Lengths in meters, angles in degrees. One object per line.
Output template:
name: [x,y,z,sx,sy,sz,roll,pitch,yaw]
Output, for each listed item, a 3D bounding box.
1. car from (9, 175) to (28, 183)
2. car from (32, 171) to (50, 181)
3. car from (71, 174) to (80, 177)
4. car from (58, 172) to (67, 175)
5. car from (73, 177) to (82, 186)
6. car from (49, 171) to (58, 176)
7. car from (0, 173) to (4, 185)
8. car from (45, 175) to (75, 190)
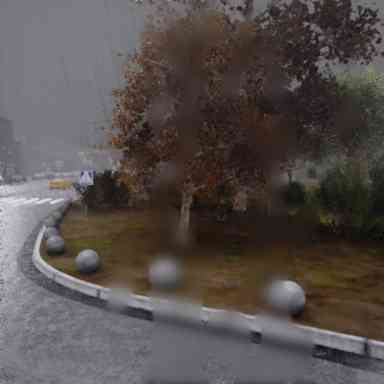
car: [-31.886,-2.426,61.242,2.163,1.488,4.792,1,4,-7]
car: [-33.226,-3.229,72.220,2.231,1.521,4.892,1,4,-7]
car: [-19.431,-1.745,55.979,2.033,1.411,5.357,1,4,-7]
car: [-35.090,-4.271,86.977,2.231,1.521,4.892,1,4,-6]
car: [-14.995,-1.072,47.011,1.812,1.442,4.674,1,4,-7]
car: [-33.888,-3.864,77.639,2.435,2.045,5.566,1,4,-7]
car: [-30.536,-1.935,50.286,2.435,2.045,5.566,1,4,-7]
car: [-18.135,-1.104,45.947,1.882,1.535,5.008,1,4,-7]
